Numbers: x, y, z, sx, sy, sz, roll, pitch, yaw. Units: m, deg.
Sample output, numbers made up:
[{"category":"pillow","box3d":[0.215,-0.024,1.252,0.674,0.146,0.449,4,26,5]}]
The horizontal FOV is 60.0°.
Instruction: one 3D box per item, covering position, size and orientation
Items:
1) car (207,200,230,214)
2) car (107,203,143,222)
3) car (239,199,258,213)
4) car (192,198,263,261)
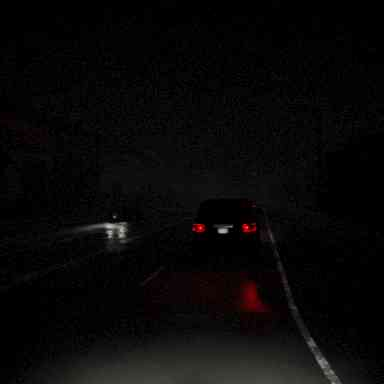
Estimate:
[{"category":"car","box3d":[3.200,1.690,39.317,2.033,1.411,5.357,-1,0,11]},{"category":"car","box3d":[-5.962,1.804,30.045,2.128,1.511,4.902,-1,0,11]},{"category":"car","box3d":[6.713,1.603,39.031,2.033,1.411,5.357,-1,0,11]},{"category":"car","box3d":[1.450,1.257,12.593,2.150,2.045,5.566,-1,0,11]}]
